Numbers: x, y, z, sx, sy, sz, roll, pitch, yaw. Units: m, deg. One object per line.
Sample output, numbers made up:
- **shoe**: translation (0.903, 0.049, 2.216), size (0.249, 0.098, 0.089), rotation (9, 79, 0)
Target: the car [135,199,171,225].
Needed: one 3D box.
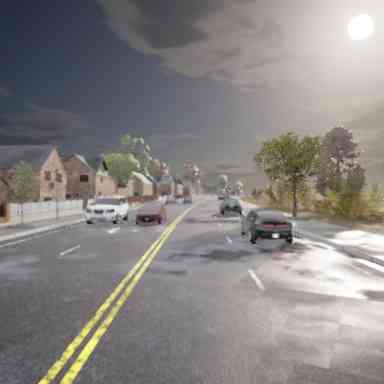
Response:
- **car**: translation (-2.966, 1.547, 24.951), size (1.882, 1.535, 5.008), rotation (0, 0, 2)

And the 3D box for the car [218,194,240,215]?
- **car**: translation (4.114, 1.449, 35.950), size (2.097, 1.767, 4.553), rotation (0, 0, 2)

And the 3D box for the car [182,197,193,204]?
- **car**: translation (-0.786, 1.723, 66.273), size (2.033, 1.411, 5.357), rotation (0, 0, 4)

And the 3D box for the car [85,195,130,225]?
- **car**: translation (-6.220, 1.291, 25.111), size (2.150, 2.045, 5.566), rotation (0, 0, 2)

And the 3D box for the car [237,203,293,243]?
- **car**: translation (3.528, 1.554, 16.283), size (1.837, 1.490, 4.892), rotation (0, 1, 1)

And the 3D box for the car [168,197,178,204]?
- **car**: translation (-4.028, 1.708, 66.531), size (1.812, 1.442, 4.674), rotation (0, 0, 4)
